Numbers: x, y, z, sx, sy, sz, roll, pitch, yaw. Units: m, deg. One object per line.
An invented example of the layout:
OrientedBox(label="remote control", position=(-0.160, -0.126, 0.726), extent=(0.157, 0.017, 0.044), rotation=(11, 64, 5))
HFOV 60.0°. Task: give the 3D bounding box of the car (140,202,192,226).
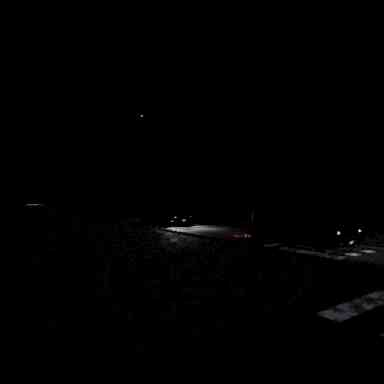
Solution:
OrientedBox(label="car", position=(-1.917, 1.511, 22.924), extent=(1.837, 1.490, 4.892), rotation=(1, 0, -36))

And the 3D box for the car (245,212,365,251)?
OrientedBox(label="car", position=(4.535, 1.538, 13.952), extent=(1.895, 1.301, 4.718), rotation=(1, 0, -36))

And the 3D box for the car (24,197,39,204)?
OrientedBox(label="car", position=(-29.754, 1.522, 61.635), extent=(1.994, 1.385, 4.181), rotation=(1, 0, -36))
